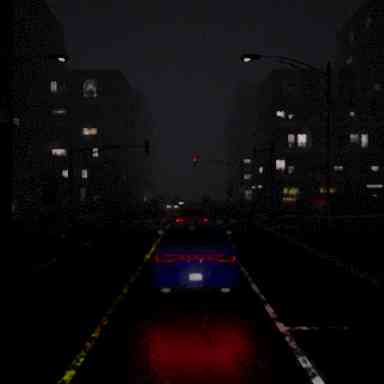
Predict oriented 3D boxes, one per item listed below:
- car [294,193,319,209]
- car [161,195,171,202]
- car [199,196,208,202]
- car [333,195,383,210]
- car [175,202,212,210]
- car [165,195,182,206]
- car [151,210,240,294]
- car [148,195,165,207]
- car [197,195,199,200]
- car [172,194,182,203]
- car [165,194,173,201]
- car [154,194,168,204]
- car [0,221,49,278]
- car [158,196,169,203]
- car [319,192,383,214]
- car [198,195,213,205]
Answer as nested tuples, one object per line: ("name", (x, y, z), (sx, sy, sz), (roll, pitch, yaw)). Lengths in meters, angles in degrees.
("car", (14.453, 0.999, 38.424), (5.009, 1.841, 2.192), (-1, 1, -1))
("car", (-5.898, 1.439, 74.783), (1.967, 1.590, 4.097), (0, 0, 0))
("car", (2.483, 1.581, 74.808), (1.802, 1.307, 4.206), (0, 0, 0))
("car", (18.094, 1.127, 35.894), (4.892, 1.490, 1.837), (-1, 0, -1))
("car", (0.047, 1.519, 18.175), (1.812, 1.442, 4.674), (0, 0, 1))
("car", (-3.229, 1.540, 55.506), (2.033, 1.411, 5.357), (0, 0, 0))
("car", (0.077, 1.474, 8.834), (1.882, 1.535, 5.008), (0, 0, 0))
("car", (-5.835, 1.559, 52.053), (1.947, 1.339, 4.313), (0, 0, 0))
("car", (2.514, 1.435, 63.443), (1.967, 1.590, 4.097), (0, 0, 0))
("car", (-3.198, 1.353, 71.636), (2.097, 1.767, 4.553), (0, 0, 0))
("car", (-5.929, 1.445, 86.148), (1.967, 1.590, 4.097), (0, 0, 0))
("car", (-5.867, 1.310, 63.418), (2.192, 1.841, 5.009), (0, 0, 0))
("car", (-5.770, 1.577, 10.029), (1.802, 1.307, 4.206), (0, 0, 0))
("car", (-5.882, 1.522, 68.930), (1.752, 1.417, 4.829), (0, 0, 0))
("car", (14.610, 1.017, 30.047), (5.009, 1.841, 2.192), (-1, 1, -1))
("car", (2.529, 1.434, 57.761), (1.967, 1.590, 4.097), (0, 0, 0))
